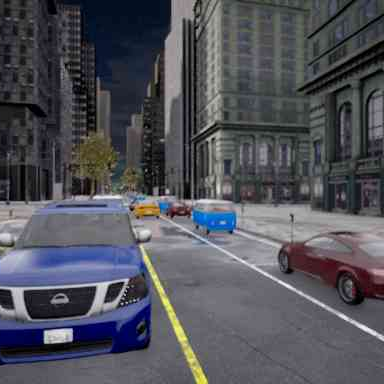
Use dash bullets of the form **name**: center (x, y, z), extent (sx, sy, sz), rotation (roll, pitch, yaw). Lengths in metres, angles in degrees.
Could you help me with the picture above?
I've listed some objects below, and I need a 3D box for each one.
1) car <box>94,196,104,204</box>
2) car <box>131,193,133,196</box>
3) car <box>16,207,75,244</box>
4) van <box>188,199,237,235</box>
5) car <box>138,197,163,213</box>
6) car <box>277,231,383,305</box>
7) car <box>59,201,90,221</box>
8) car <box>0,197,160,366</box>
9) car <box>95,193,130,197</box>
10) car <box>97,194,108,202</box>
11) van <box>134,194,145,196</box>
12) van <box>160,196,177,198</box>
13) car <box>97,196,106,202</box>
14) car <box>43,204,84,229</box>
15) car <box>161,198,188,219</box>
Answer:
- **car**: center (-18.020, 1.538, 64.565), extent (1.752, 1.417, 4.829), rotation (0, 0, -13)
- **car**: center (-13.330, 1.568, 82.441), extent (1.887, 1.381, 4.507), rotation (0, 0, -13)
- **car**: center (-7.188, 1.544, 16.804), extent (1.887, 1.381, 4.507), rotation (0, 0, -13)
- **van**: center (1.155, 1.336, 18.680), extent (1.690, 1.788, 3.998), rotation (0, 0, -13)
- **car**: center (-4.002, 1.473, 29.218), extent (1.882, 1.535, 5.008), rotation (0, 0, -12)
- **car**: center (3.599, 1.579, 7.903), extent (1.802, 1.307, 4.206), rotation (0, 0, -13)
- **car**: center (-9.636, 1.543, 27.580), extent (1.887, 1.381, 4.507), rotation (0, 0, -13)
- **car**: center (-2.068, 1.221, 6.327), extent (2.150, 2.045, 5.566), rotation (0, 0, -13)
- **car**: center (-4.879, 1.219, 19.171), extent (2.150, 2.045, 5.566), rotation (0, 0, -13)
- **car**: center (-21.564, 1.341, 80.208), extent (2.192, 1.841, 5.009), rotation (0, 0, -13)
- **van**: center (-10.933, 1.354, 71.883), extent (1.690, 1.788, 3.998), rotation (0, 0, -13)
- **van**: center (-2.511, 1.336, 34.844), extent (1.690, 1.788, 3.998), rotation (0, 0, -13)
- **car**: center (-20.394, 1.566, 75.050), extent (1.887, 1.381, 4.507), rotation (0, 0, -13)
- **car**: center (-8.412, 1.543, 22.192), extent (1.887, 1.381, 4.507), rotation (0, 0, -13)
- **car**: center (-1.289, 1.539, 29.456), extent (1.887, 1.381, 4.507), rotation (0, 0, -13)
